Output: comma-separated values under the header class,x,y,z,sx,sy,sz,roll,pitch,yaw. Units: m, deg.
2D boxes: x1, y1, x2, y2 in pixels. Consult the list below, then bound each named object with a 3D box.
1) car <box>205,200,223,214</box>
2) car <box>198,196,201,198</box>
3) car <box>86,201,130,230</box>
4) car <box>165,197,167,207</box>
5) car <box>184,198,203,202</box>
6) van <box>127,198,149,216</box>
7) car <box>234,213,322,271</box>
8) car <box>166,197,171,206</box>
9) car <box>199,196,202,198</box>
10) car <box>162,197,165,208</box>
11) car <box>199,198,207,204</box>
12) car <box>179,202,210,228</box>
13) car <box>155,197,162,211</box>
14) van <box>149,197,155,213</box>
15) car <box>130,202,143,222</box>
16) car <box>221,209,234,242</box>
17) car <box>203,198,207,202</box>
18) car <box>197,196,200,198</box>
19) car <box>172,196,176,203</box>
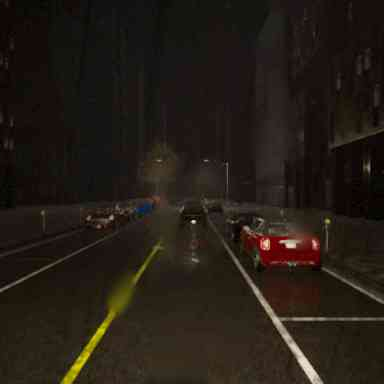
class,x,y,z,sx,sy,sz,roll,pitch,yaw
car,2.764,1.921,39.608,1.802,1.307,4.206,0,0,0
car,2.765,2.219,73.673,1.802,1.307,4.206,0,-1,0
car,-5.762,1.633,22.571,1.967,1.590,4.097,0,0,0
car,-5.760,2.053,56.634,1.947,1.339,4.313,0,0,0
car,0.102,1.843,42.556,1.882,1.535,5.008,0,-1,0
van,-5.761,1.632,33.927,1.690,1.788,3.998,0,0,0
car,2.763,1.536,11.222,1.967,1.590,4.097,0,0,0
car,-5.760,1.852,62.313,2.192,1.841,5.009,0,-1,0
car,2.765,2.113,68.166,1.752,1.417,4.829,0,-1,0
car,-5.761,1.753,50.959,2.192,1.841,5.009,0,0,0
car,2.766,2.306,85.028,1.947,1.339,4.313,0,-1,0
car,0.102,1.712,24.212,1.837,1.490,4.892,0,0,0
car,-5.761,1.704,45.282,2.192,1.841,5.009,0,0,0
van,-5.761,1.681,39.604,1.690,1.788,3.998,0,0,0
car,-5.762,1.793,28.248,2.008,1.369,4.403,0,0,0
car,2.763,1.711,16.898,1.947,1.339,4.313,0,0,0
car,2.764,1.988,50.963,2.008,1.369,4.403,0,-1,0
car,2.765,2.128,79.351,1.967,1.590,4.097,0,-1,0
car,-5.760,2.003,79.344,2.192,1.841,5.009,0,-1,0
